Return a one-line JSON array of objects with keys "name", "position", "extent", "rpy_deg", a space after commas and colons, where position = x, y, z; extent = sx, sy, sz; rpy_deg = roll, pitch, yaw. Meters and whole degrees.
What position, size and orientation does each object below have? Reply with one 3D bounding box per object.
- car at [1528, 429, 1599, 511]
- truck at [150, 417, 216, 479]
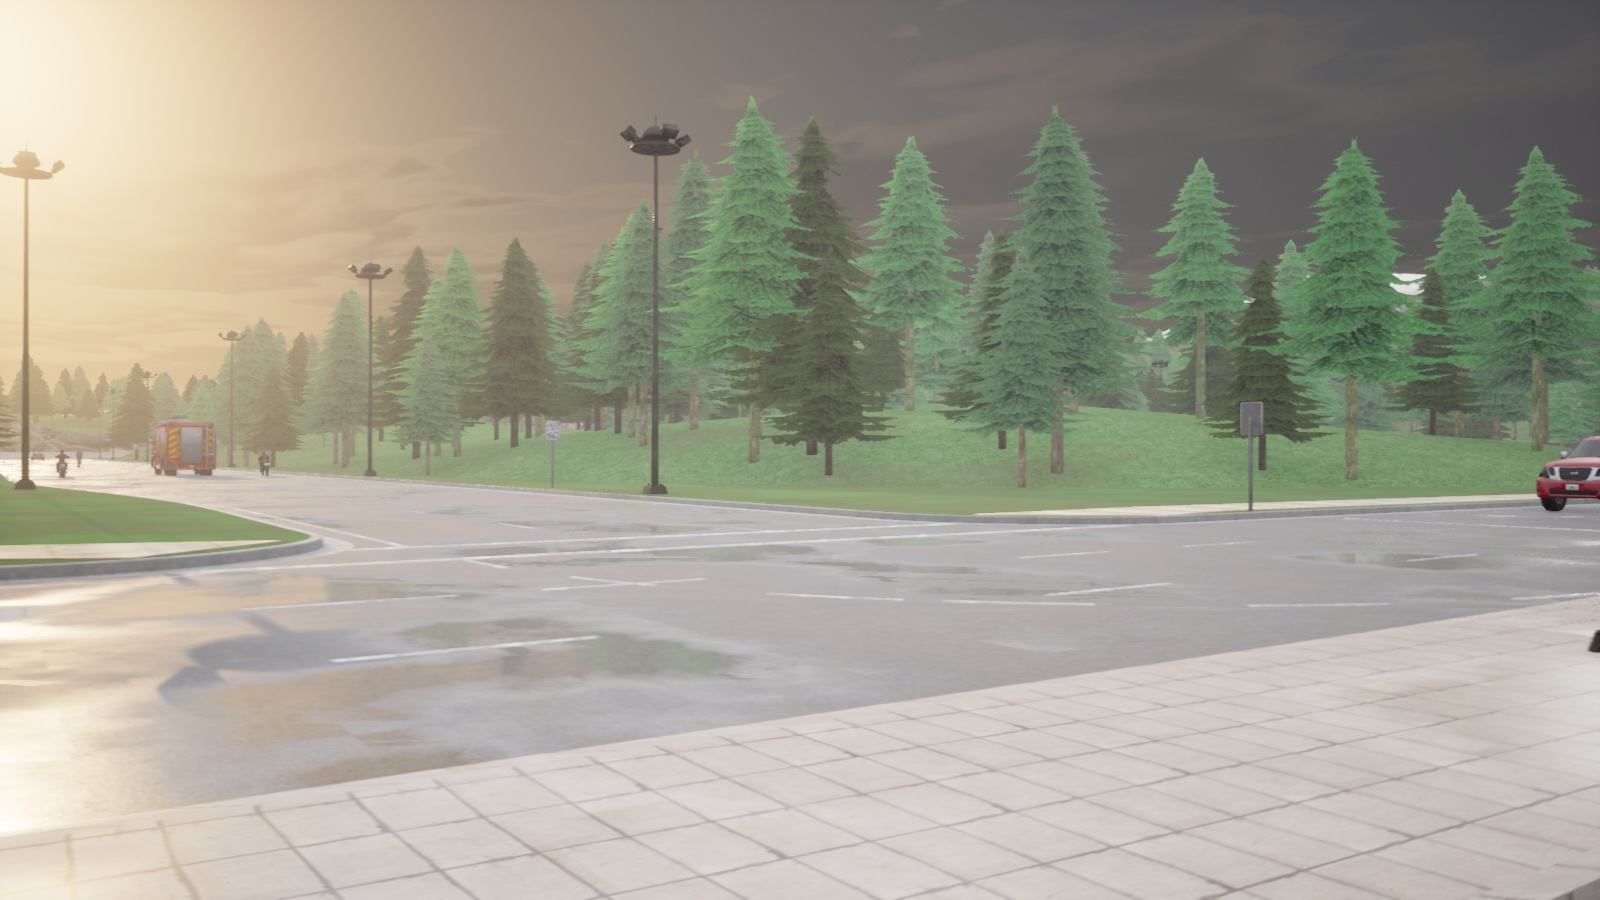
[{"name": "car", "position": [21.859, 0.502, 33.352], "extent": [5.566, 2.045, 2.150], "rpy_deg": [0, 0, -34]}, {"name": "truck", "position": [-40.281, -0.124, 81.806], "extent": [2.891, 3.827, 8.468], "rpy_deg": [0, 0, -33]}]
